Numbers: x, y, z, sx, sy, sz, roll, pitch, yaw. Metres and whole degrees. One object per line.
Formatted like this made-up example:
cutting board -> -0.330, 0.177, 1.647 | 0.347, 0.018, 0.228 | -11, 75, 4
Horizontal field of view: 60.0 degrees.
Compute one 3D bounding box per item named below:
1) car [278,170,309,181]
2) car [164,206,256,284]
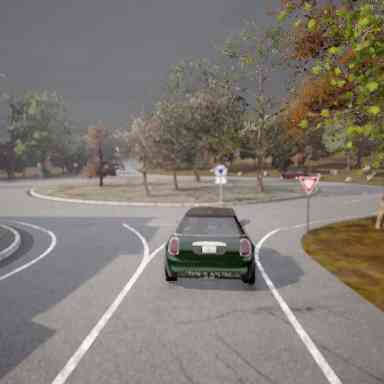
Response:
car -> 15.603, -2.590, 51.400 | 1.882, 1.535, 5.008 | -3, 6, -33
car -> 0.568, 1.168, 9.386 | 2.097, 1.767, 4.553 | 0, 3, 5
